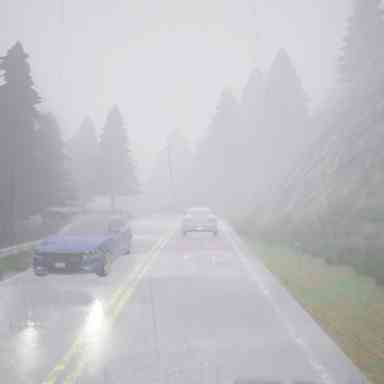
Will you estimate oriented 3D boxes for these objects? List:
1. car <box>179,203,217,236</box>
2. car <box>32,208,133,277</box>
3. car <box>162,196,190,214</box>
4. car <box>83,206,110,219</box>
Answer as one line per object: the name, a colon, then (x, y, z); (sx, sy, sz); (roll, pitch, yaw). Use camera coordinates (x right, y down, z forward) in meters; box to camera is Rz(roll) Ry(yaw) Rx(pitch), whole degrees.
car: (0.436, 1.566, 18.692); (1.812, 1.442, 4.674); (0, 0, 1)
car: (-3.168, 1.503, 10.583); (1.882, 1.535, 5.008); (0, 0, 1)
car: (-1.918, 1.545, 38.999); (2.150, 2.045, 5.566); (2, -3, -19)
car: (-15.055, 3.261, 52.470); (4.892, 1.490, 1.837); (-10, -10, 43)
